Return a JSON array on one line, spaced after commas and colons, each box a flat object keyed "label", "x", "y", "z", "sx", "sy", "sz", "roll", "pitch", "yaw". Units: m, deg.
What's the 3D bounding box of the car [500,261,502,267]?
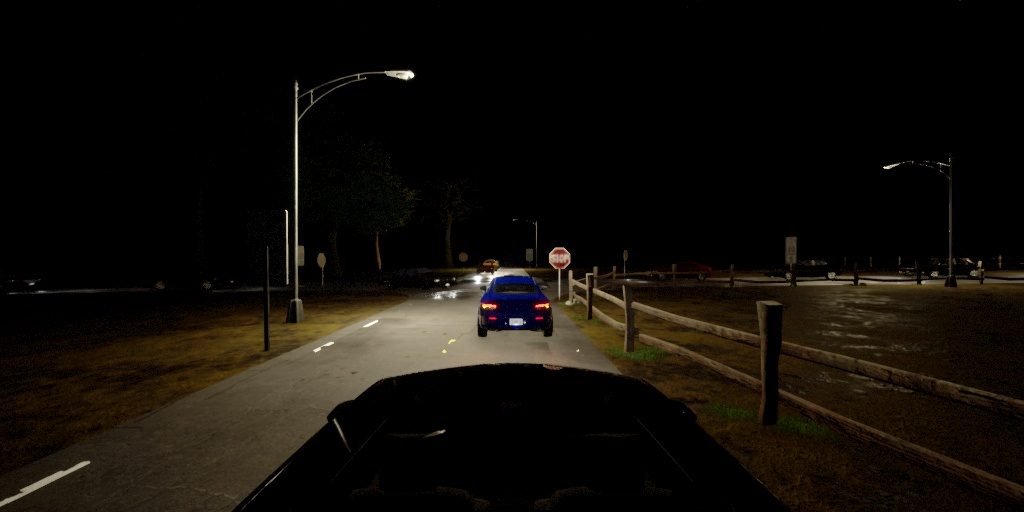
[{"label": "car", "x": -2.934, "y": 1.385, "z": 58.904, "sx": 2.033, "sy": 1.411, "sz": 5.357, "roll": 0, "pitch": 0, "yaw": 1}]

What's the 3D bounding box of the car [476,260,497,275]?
[{"label": "car", "x": -2.900, "y": 1.380, "z": 39.719, "sx": 1.895, "sy": 1.301, "sz": 4.718, "roll": 0, "pitch": 0, "yaw": -2}]

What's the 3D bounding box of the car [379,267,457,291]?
[{"label": "car", "x": -5.891, "y": 1.360, "z": 22.070, "sx": 5.357, "sy": 1.411, "sz": 2.033, "roll": -2, "pitch": -1, "yaw": 34}]

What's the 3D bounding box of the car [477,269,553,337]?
[{"label": "car", "x": 0.053, "y": 1.277, "z": 10.158, "sx": 1.812, "sy": 1.442, "sz": 4.674, "roll": 0, "pitch": 0, "yaw": -1}]

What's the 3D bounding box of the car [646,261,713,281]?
[{"label": "car", "x": 12.552, "y": 1.110, "z": 27.029, "sx": 4.674, "sy": 1.442, "sz": 1.812, "roll": -1, "pitch": 1, "yaw": 2}]

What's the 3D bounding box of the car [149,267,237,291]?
[{"label": "car", "x": -21.356, "y": 1.480, "z": 24.147, "sx": 5.008, "sy": 1.535, "sz": 1.882, "roll": -1, "pitch": 1, "yaw": 0}]

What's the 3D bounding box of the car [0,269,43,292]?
[{"label": "car", "x": -34.843, "y": 1.646, "z": 24.198, "sx": 4.902, "sy": 1.511, "sz": 2.128, "roll": -1, "pitch": 1, "yaw": 0}]

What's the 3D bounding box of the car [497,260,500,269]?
[{"label": "car", "x": -2.955, "y": 1.279, "z": 49.075, "sx": 1.882, "sy": 1.535, "sz": 5.008, "roll": 0, "pitch": 0, "yaw": 0}]

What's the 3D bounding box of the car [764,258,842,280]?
[{"label": "car", "x": 21.761, "y": 0.954, "z": 26.963, "sx": 5.008, "sy": 1.535, "sz": 1.882, "roll": -1, "pitch": 1, "yaw": 1}]

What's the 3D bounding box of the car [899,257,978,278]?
[{"label": "car", "x": 32.116, "y": 0.859, "z": 26.922, "sx": 4.892, "sy": 1.490, "sz": 1.837, "roll": -1, "pitch": 1, "yaw": 0}]
